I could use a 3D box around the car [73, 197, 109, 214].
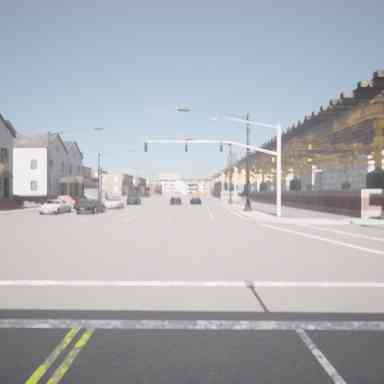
[{"bbox_3d":[-10.475,1.491,34.585,1.837,1.490,4.892,0,0,1],"label":"car"}]

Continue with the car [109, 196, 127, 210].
[{"bbox_3d":[-10.263,1.508,43.823,1.812,1.442,4.674,0,0,1],"label":"car"}]

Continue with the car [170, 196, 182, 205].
[{"bbox_3d":[-2.838,1.468,59.039,2.128,1.511,4.902,0,0,1],"label":"car"}]

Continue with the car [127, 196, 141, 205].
[{"bbox_3d":[-9.963,1.455,57.055,1.882,1.535,5.008,0,0,2],"label":"car"}]

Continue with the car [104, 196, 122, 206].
[{"bbox_3d":[-13.466,1.481,56.812,1.837,1.490,4.892,0,0,1],"label":"car"}]

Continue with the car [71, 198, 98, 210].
[{"bbox_3d":[-13.780,1.547,42.999,1.994,1.385,4.181,0,0,2],"label":"car"}]

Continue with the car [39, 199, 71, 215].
[{"bbox_3d":[-13.983,1.512,34.289,1.812,1.442,4.674,0,0,1],"label":"car"}]

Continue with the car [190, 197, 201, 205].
[{"bbox_3d":[0.661,1.540,58.963,1.994,1.385,4.181,0,0,1],"label":"car"}]
